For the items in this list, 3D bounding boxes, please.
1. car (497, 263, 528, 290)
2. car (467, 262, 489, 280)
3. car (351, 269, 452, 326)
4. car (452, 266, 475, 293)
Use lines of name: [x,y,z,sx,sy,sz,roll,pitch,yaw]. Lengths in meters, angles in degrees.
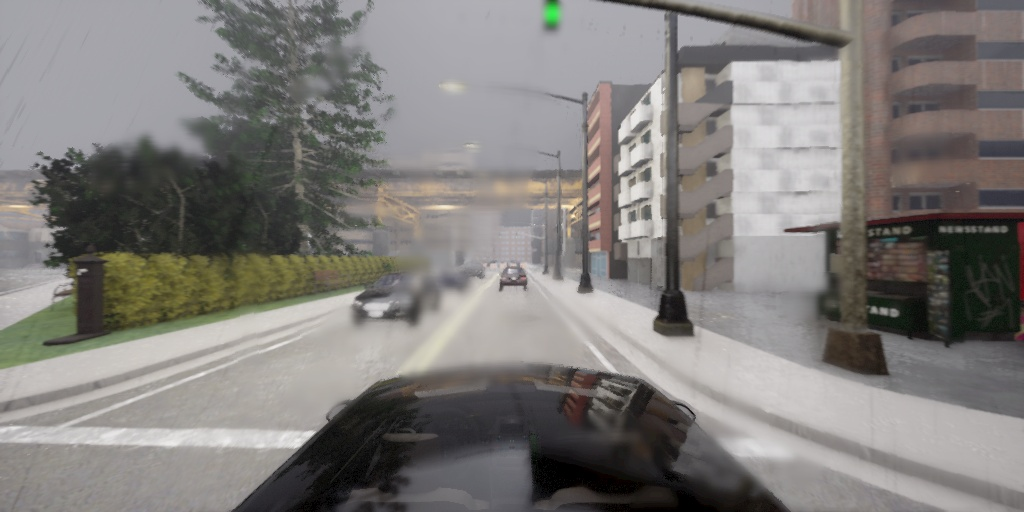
car: [0.101,1.392,23.609,2.033,1.411,5.357,0,0,0]
car: [-3.549,1.407,34.058,1.837,1.490,4.892,0,0,0]
car: [-3.581,1.283,11.944,2.128,1.511,4.902,0,0,0]
car: [-3.564,1.441,21.517,1.895,1.301,4.718,0,0,0]
